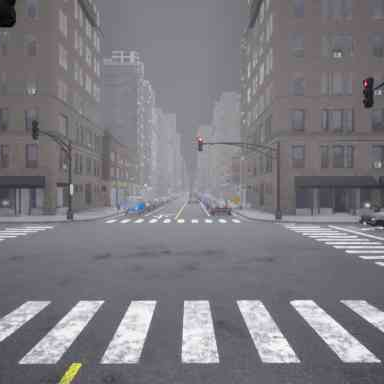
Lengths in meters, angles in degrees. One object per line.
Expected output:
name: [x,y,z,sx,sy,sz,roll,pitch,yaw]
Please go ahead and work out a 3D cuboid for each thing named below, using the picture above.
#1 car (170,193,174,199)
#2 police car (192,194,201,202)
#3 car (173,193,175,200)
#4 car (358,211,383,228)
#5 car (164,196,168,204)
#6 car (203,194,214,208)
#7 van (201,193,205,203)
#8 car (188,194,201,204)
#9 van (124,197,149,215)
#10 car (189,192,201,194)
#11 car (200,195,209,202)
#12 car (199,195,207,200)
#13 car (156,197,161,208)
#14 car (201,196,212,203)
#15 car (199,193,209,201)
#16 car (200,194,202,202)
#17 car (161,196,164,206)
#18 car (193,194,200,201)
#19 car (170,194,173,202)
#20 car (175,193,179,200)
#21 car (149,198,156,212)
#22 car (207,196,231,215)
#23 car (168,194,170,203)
car: [-5.555,1.543,73.101,1.887,1.381,4.507,0,0,0]
police car: [1.126,1.421,79.487,1.930,1.638,5.238,0,0,-1]
car: [-5.532,1.521,78.599,1.752,1.417,4.829,0,0,0]
car: [13.415,1.561,20.724,5.357,1.411,2.033,0,0,0]
car: [-5.627,1.568,56.097,1.947,1.339,4.313,0,0,0]
car: [2.851,1.443,44.728,1.967,1.590,4.097,0,0,0]
van: [2.899,1.343,56.066,1.690,1.788,3.998,0,0,0]
car: [0.261,1.565,62.960,1.994,1.385,4.181,0,0,0]
van: [-5.722,1.343,33.423,1.690,1.788,3.998,0,0,0]
car: [0.303,1.038,72.994,2.150,2.045,5.566,0,0,0]
car: [2.994,1.436,78.744,1.967,1.590,4.097,0,0,0]
car: [3.042,1.557,90.083,1.947,1.339,4.313,0,0,0]
car: [-5.674,1.568,44.760,1.947,1.339,4.313,0,0,0]
car: [2.947,1.551,67.405,2.008,1.369,4.403,0,0,0]
car: [3.018,1.308,84.413,2.192,1.841,5.009,0,0,0]
car: [2.923,1.526,61.905,1.752,1.417,4.829,0,0,0]
car: [-5.651,1.585,50.428,1.802,1.307,4.206,0,0,0]
car: [1.159,1.447,89.582,1.801,1.575,5.366,0,0,0]
car: [-5.579,1.566,67.433,1.947,1.339,4.313,0,0,0]
car: [-5.484,1.306,90.106,2.192,1.841,5.009,0,0,0]
car: [-5.698,1.442,39.092,1.967,1.590,4.097,0,0,0]
car: [2.804,1.442,33.390,1.967,1.590,4.097,0,0,0]
car: [-5.604,1.527,61.595,1.752,1.417,4.829,0,0,0]
